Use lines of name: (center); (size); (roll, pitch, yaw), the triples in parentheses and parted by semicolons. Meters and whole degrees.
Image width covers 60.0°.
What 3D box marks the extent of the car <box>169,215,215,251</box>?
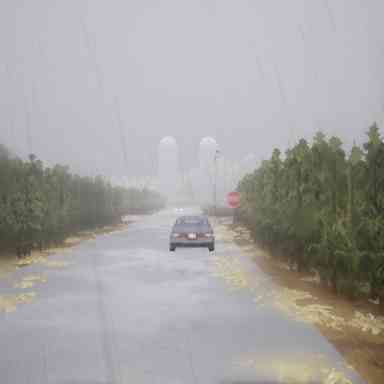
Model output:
car: (0.000, 1.718, 14.666); (2.033, 1.411, 5.357); (0, -2, 0)

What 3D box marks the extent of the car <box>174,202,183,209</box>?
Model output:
car: (-3.100, 3.133, 77.801); (2.128, 1.511, 4.902); (0, -1, 0)
